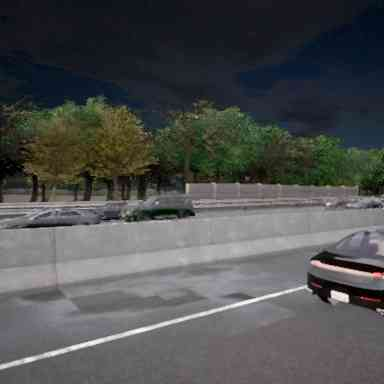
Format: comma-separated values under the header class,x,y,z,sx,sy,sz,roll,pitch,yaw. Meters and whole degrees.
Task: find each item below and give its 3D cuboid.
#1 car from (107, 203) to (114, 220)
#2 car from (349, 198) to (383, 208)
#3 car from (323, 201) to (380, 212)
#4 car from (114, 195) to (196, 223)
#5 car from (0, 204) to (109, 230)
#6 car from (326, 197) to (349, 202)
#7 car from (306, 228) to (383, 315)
class,x,y,z,sx,sy,sz,roll,pitch,yaw
car,-5.965,1.572,25.354,5.357,1.411,2.033,0,0,-37
car,21.738,1.444,40.967,4.674,1.442,1.812,0,0,-35
car,12.079,1.600,25.501,4.718,1.301,1.895,0,0,-35
car,-2.335,1.245,23.820,5.566,2.045,2.150,0,0,-36
car,-6.948,1.503,16.232,4.902,1.511,2.128,0,0,-35
car,19.152,1.414,43.419,4.902,1.511,2.128,0,0,-35
car,4.408,1.514,6.889,4.902,1.511,2.128,0,0,-35
